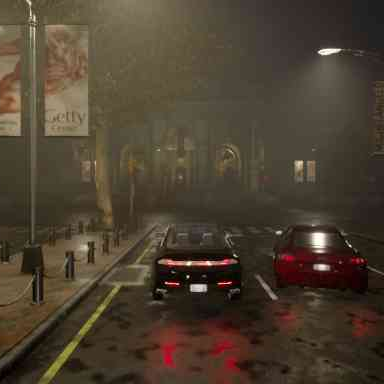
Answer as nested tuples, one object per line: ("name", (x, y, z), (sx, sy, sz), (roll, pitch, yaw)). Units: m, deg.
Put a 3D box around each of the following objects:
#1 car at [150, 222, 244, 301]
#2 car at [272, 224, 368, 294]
("car", (0.077, 1.492, 8.327), (2.128, 1.511, 4.902), (0, 0, -1))
("car", (3.248, 1.564, 8.981), (1.994, 1.385, 4.181), (0, 0, 14))
